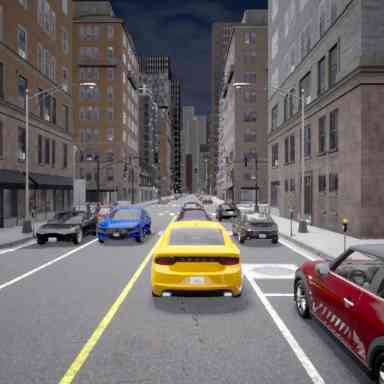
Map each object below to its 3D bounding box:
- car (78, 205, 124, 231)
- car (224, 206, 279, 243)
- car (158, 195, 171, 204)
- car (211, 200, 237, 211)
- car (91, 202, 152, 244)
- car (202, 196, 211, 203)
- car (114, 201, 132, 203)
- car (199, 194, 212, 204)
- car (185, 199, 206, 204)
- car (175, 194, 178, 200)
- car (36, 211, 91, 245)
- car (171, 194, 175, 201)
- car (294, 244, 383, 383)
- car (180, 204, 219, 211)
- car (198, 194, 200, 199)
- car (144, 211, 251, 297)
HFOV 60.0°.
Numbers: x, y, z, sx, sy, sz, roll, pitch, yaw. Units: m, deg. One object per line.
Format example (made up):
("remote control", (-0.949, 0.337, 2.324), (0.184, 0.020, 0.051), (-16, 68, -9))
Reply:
("car", (-5.661, 1.584, 21.190), (1.802, 1.307, 4.206), (0, 0, 0))
("car", (2.862, 1.552, 15.685), (2.008, 1.369, 4.403), (0, 0, 0))
("car", (-5.607, 1.625, 63.794), (1.802, 1.307, 4.206), (0, 0, 0))
("car", (2.867, 1.569, 26.687), (1.947, 1.339, 4.313), (0, 0, 0))
("car", (-3.078, 1.479, 16.060), (1.882, 1.535, 5.008), (0, 0, 0))
("car", (2.930, 1.579, 69.357), (1.752, 1.417, 4.829), (0, 0, 0))
("car", (-5.658, 1.443, 26.691), (1.967, 1.590, 4.097), (0, 0, 0))
("car", (2.917, 1.483, 63.778), (1.967, 1.590, 4.097), (0, 0, 0))
("car", (0.011, 1.529, 26.416), (1.812, 1.442, 4.674), (0, 0, 2))
("car", (-5.547, 1.637, 90.667), (1.752, 1.417, 4.829), (0, 0, 0))
("car", (-5.663, 1.567, 15.688), (1.947, 1.339, 4.313), (0, 0, 0))
("car", (-5.582, 1.615, 74.611), (2.008, 1.369, 4.403), (0, 0, 0))
("car", (2.858, 1.440, 4.682), (1.967, 1.590, 4.097), (0, 0, 0))
("car", (0.114, 1.565, 17.605), (1.994, 1.385, 4.181), (0, 0, 0))
("car", (2.942, 1.615, 74.595), (2.008, 1.369, 4.403), (0, 0, 0))
("car", (0.098, 1.478, 8.612), (1.882, 1.535, 5.008), (0, 0, 0))
